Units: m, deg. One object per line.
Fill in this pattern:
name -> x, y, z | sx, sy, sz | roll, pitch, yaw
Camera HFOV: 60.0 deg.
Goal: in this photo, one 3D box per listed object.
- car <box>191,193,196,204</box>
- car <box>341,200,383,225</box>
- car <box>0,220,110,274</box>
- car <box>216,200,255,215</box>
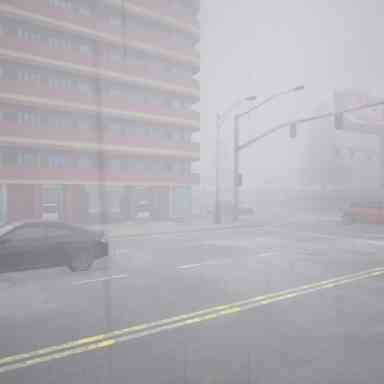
car -> -1.456, 1.221, 61.344 | 2.150, 2.045, 5.566 | 0, 0, -34
car -> 12.312, 1.352, 21.734 | 2.097, 1.767, 4.553 | 0, 0, -34
car -> -4.656, 1.525, 9.279 | 4.674, 1.442, 1.812 | 0, 0, -34
car -> 4.295, 1.526, 33.652 | 1.812, 1.442, 4.674 | 0, 0, -34
